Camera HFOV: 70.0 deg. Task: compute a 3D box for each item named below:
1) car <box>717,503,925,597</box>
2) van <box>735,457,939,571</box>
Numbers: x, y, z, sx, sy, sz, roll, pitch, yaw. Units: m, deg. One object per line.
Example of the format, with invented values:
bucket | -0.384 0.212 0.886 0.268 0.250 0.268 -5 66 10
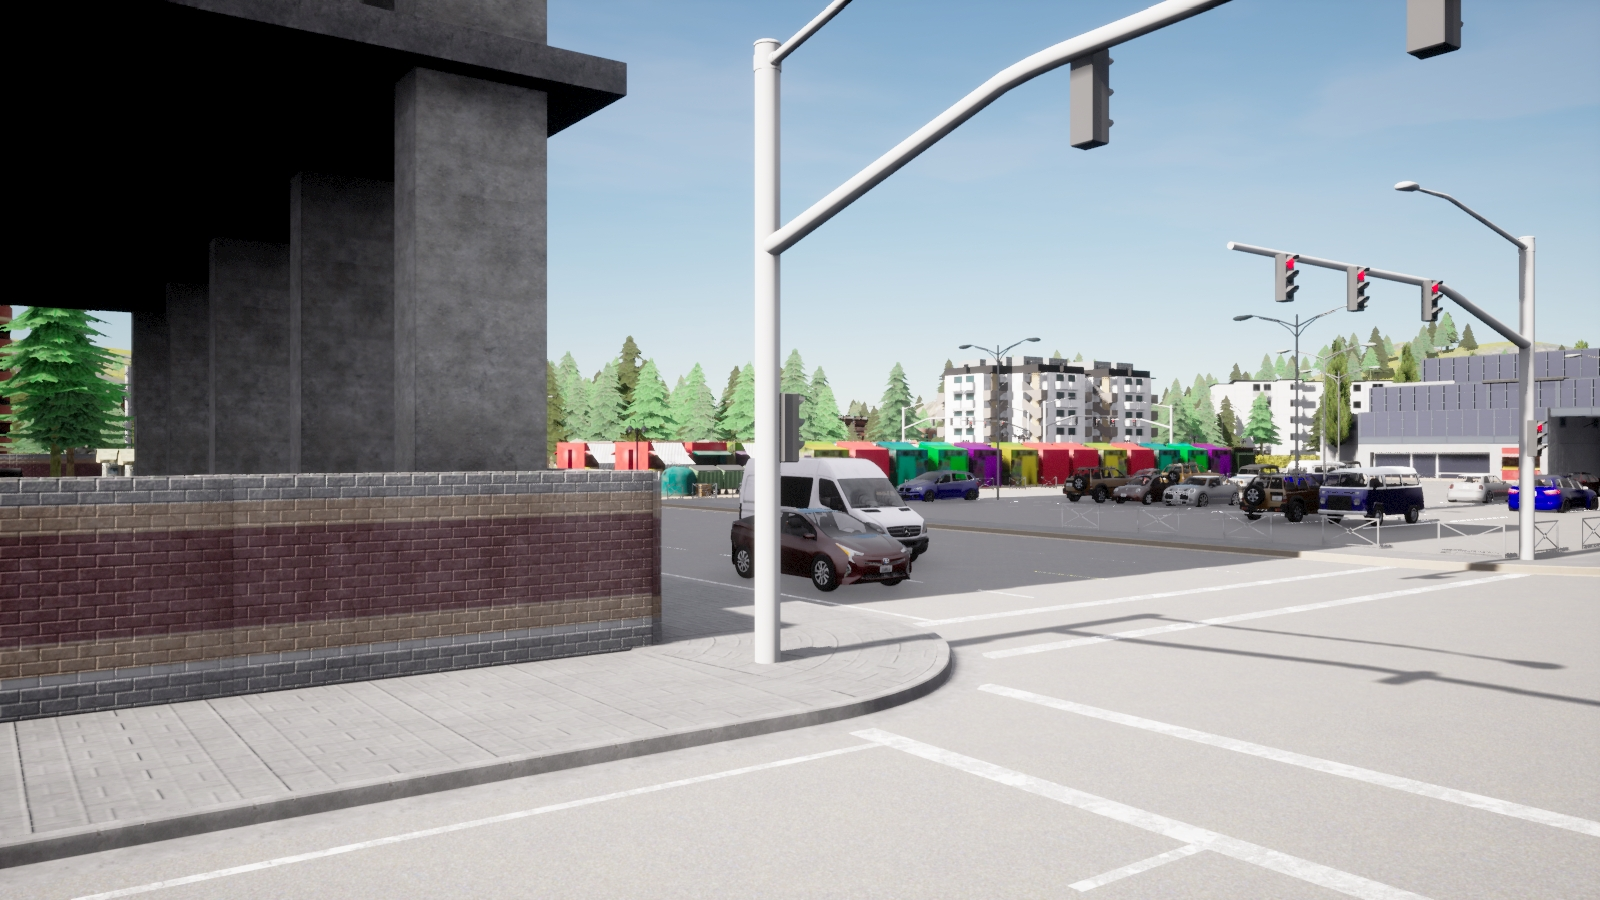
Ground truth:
car | 0.324 1.984 23.786 2.007 1.525 4.514 0 0 -36
van | 0.780 1.479 29.066 1.988 2.561 5.915 0 0 -36
